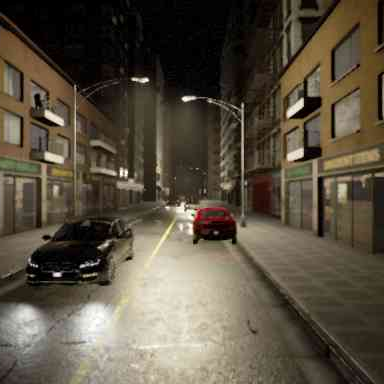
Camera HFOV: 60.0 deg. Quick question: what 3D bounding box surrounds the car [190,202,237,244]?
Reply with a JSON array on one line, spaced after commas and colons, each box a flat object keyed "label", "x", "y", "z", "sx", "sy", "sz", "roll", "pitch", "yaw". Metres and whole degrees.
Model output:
[{"label": "car", "x": 0.967, "y": 1.462, "z": 15.761, "sx": 1.882, "sy": 1.535, "sz": 5.008, "roll": 0, "pitch": 0, "yaw": 0}]

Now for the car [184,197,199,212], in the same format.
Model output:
[{"label": "car", "x": 0.063, "y": 1.572, "z": 38.862, "sx": 1.895, "sy": 1.301, "sz": 4.718, "roll": 0, "pitch": 0, "yaw": 1}]

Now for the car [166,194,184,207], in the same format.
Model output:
[{"label": "car", "x": -2.810, "y": 1.321, "z": 51.314, "sx": 2.097, "sy": 1.767, "sz": 4.553, "roll": 0, "pitch": 0, "yaw": 0}]

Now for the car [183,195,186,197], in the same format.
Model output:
[{"label": "car", "x": 0.015, "y": 1.460, "z": 51.357, "sx": 2.128, "sy": 1.511, "sz": 4.902, "roll": 0, "pitch": 0, "yaw": 0}]

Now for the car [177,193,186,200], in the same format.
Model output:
[{"label": "car", "x": -2.726, "y": 1.199, "z": 85.795, "sx": 2.097, "sy": 1.767, "sz": 4.553, "roll": 0, "pitch": 0, "yaw": 0}]

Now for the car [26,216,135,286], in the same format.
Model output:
[{"label": "car", "x": -2.848, "y": 1.495, "z": 9.454, "sx": 1.837, "sy": 1.490, "sz": 4.892, "roll": 0, "pitch": 0, "yaw": 0}]
